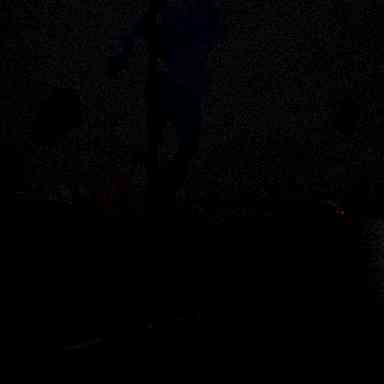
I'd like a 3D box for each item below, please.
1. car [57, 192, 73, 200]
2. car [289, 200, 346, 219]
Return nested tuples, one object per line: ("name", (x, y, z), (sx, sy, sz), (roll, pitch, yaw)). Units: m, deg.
("car", (-24.325, 0.777, 63.629), (1.882, 1.535, 5.008), (-1, 1, -34))
("car", (10.115, 1.348, 27.133), (1.812, 1.442, 4.674), (-1, 1, -35))
